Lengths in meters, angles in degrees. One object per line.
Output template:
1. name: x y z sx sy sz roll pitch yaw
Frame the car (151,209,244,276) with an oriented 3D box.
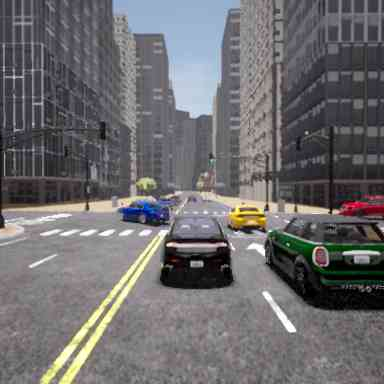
1. car: 0.108 1.495 10.309 2.128 1.511 4.902 0 0 0

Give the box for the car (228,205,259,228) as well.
1. car: 3.355 1.575 21.097 1.882 1.535 5.008 0 -1 0

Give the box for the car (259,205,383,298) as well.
1. car: 3.354 1.355 8.692 2.097 1.767 4.553 0 0 0

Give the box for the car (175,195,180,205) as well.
1. car: -3.305 1.570 51.717 1.994 1.385 4.181 0 0 1

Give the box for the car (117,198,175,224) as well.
1. car: -3.786 1.500 25.173 1.882 1.535 5.008 1 0 -43

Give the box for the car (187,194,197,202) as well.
1. car: 0.028 1.345 74.051 2.097 1.767 4.553 0 0 0

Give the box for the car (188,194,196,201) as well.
1. car: 0.031 1.348 84.084 2.128 1.511 4.902 0 0 0

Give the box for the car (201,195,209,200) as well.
1. car: 3.281 1.418 84.112 1.895 1.301 4.718 0 0 0

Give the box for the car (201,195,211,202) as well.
1. car: 3.278 1.585 74.110 1.895 1.301 4.718 0 0 0

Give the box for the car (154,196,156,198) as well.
1. car: -6.561 1.607 52.129 1.895 1.301 4.718 0 0 0

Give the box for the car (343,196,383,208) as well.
1. car: 15.718 1.357 28.653 5.566 2.045 2.150 1 1 1

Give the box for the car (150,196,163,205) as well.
1. car: -6.486 1.508 61.450 1.837 1.490 4.892 0 0 0

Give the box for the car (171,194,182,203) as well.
1. car: -3.225 1.355 70.596 2.097 1.767 4.553 0 0 0

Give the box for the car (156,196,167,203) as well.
1. car: -6.475 1.551 71.429 1.994 1.385 4.181 0 0 0

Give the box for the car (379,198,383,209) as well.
1. car: 16.210 1.544 22.870 5.009 1.841 2.192 1 0 1

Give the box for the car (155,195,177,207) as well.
1. car: -3.324 1.534 42.972 1.812 1.442 4.674 0 0 0

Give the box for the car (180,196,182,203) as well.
1. car: -3.248 1.529 60.307 1.812 1.442 4.674 0 0 1
